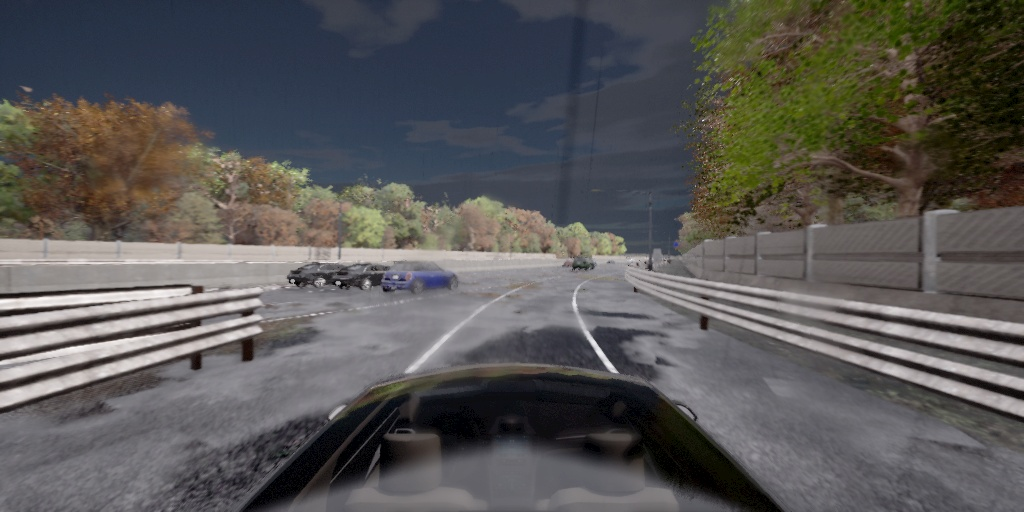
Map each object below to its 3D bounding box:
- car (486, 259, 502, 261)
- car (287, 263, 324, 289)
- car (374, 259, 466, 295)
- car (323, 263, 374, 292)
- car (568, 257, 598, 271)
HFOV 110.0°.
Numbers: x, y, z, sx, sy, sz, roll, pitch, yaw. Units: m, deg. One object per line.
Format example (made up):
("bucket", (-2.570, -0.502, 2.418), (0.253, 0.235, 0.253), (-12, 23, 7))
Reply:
("car", (-2.577, 1.363, 65.359), (1.882, 1.535, 5.008), (0, 0, 26))
("car", (-11.240, 1.173, 22.252), (1.837, 1.490, 4.892), (0, 0, 25))
("car", (-4.803, 1.064, 19.458), (2.097, 1.767, 4.553), (1, 0, 25))
("car", (-8.025, 1.183, 20.865), (1.837, 1.490, 4.892), (0, 0, 25))
("car", (10.308, 1.113, 51.648), (2.150, 2.045, 5.566), (0, 0, 25))
